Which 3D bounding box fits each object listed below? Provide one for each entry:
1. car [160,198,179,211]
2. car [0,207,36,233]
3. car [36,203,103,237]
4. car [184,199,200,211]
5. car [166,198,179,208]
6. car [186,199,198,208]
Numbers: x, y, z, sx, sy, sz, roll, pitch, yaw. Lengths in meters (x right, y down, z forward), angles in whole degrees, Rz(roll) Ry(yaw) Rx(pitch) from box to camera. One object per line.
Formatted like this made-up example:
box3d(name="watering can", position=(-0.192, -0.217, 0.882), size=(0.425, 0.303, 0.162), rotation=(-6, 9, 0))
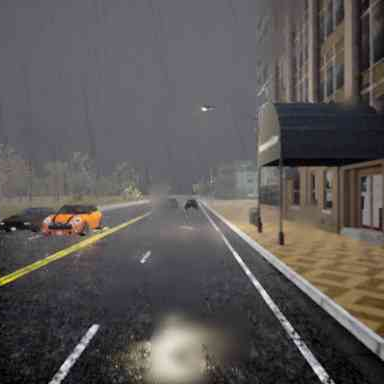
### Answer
box3d(name="car", position=(-3.295, 1.789, 45.702), size=(2.033, 1.411, 5.357), rotation=(0, 0, 0))
box3d(name="car", position=(-9.798, 1.660, 20.932), size=(2.033, 1.411, 5.357), rotation=(0, 0, 0))
box3d(name="car", position=(-6.567, 1.452, 18.776), size=(2.097, 1.767, 4.553), rotation=(0, 0, 0))
box3d(name="car", position=(-0.045, 1.746, 45.706), size=(1.837, 1.490, 4.892), rotation=(0, 0, 0))
box3d(name="car", position=(-3.305, 1.773, 56.122), size=(1.882, 1.535, 5.008), rotation=(0, 0, 0))
box3d(name="car", position=(-0.055, 1.896, 56.154), size=(1.895, 1.301, 4.718), rotation=(0, 0, 0))
